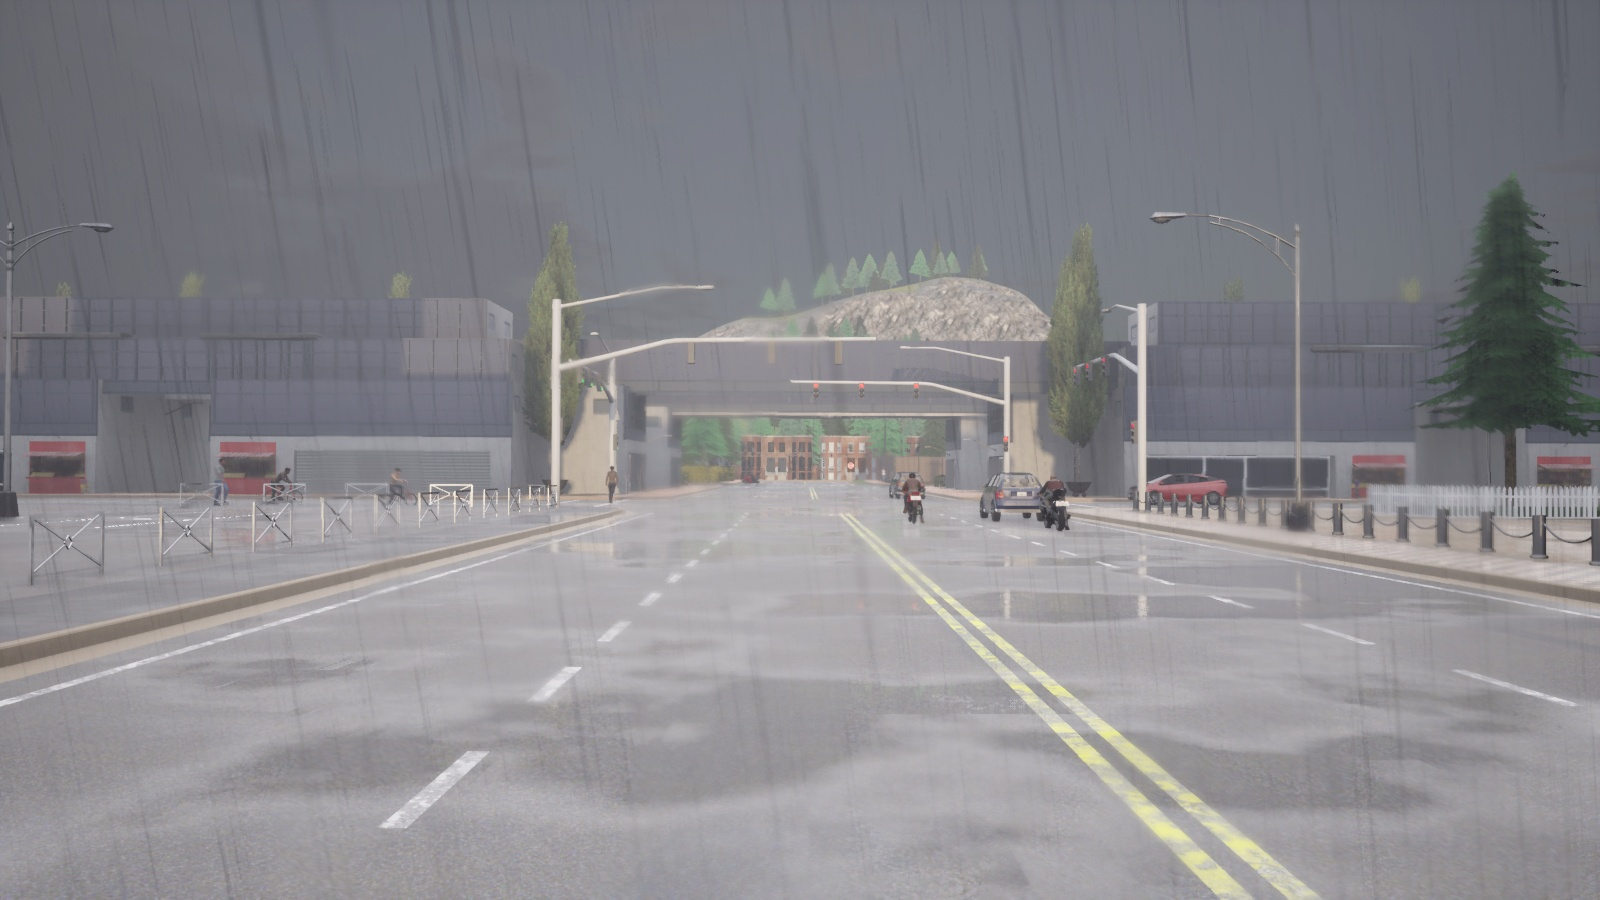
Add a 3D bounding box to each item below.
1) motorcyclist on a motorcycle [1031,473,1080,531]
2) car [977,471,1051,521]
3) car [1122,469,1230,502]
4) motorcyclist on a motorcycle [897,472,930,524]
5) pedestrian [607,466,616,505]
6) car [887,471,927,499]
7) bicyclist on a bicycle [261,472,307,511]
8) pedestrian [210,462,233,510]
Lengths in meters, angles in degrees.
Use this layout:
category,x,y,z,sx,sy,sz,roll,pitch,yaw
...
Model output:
category,x,y,z,sx,sy,sz,roll,pitch,yaw
motorcyclist on a motorcycle,6.913,1.394,34.125,0.866,1.530,2.191,0,-1,0
car,6.895,1.449,40.792,1.789,1.549,3.705,0,-1,0
car,17.842,1.690,59.680,4.514,1.525,2.007,0,-1,0
motorcyclist on a motorcycle,3.393,1.415,37.733,0.797,1.523,2.044,0,-1,0
pedestrian,-8.793,1.631,58.579,0.328,1.805,0.869,0,-1,-5
car,6.140,1.980,72.333,1.789,1.549,3.705,0,-1,-3
bicyclist on a bicycle,-21.627,1.735,52.620,1.656,1.620,0.582,0,-1,1
pedestrian,-21.988,1.361,47.764,0.706,1.836,0.354,0,-1,0
